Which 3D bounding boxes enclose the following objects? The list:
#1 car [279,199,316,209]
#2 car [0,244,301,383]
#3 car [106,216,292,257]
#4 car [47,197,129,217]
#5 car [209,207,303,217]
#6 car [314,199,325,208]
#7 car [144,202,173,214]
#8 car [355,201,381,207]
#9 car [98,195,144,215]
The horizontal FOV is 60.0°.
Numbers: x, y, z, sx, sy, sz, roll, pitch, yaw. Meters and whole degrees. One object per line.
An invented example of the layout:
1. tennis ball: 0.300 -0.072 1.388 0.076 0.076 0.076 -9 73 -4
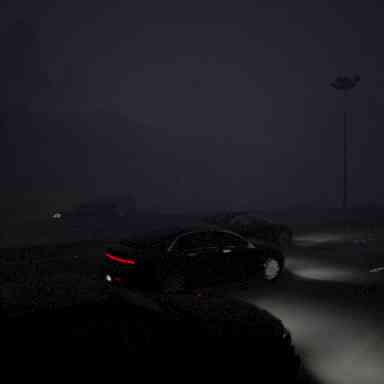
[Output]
1. car: 11.665 1.801 38.085 4.674 1.442 1.812 1 -1 -35
2. car: -1.009 1.533 3.026 4.674 1.442 1.812 1 0 -36
3. car: 0.264 1.548 8.232 4.892 1.490 1.837 1 0 -36
4. car: -6.658 1.408 20.739 4.553 1.767 2.097 1 0 -35
5. car: 2.164 1.577 13.887 4.902 1.511 2.128 1 0 -35
6. car: 18.529 1.871 51.545 5.008 1.535 1.882 0 0 -35
7. car: -4.480 1.747 35.187 4.718 1.301 1.895 1 0 -35
8. car: 28.832 2.083 54.492 4.718 1.301 1.895 1 0 -34
9. car: -7.421 1.316 28.793 5.566 2.045 2.150 1 -1 -36
